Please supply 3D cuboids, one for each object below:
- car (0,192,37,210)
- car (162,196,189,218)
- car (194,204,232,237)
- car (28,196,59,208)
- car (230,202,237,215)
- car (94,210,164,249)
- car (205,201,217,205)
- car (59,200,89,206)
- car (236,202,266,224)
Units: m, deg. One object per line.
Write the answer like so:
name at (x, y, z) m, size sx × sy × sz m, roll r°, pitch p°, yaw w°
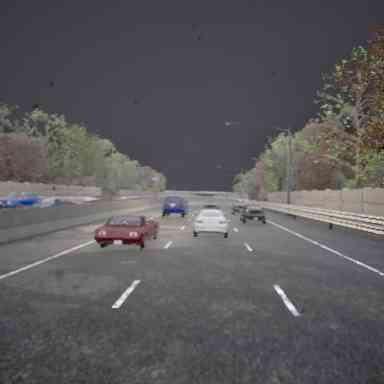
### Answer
car at (-19.134, 1.048, 36.882) m, size 2.150 × 2.045 × 5.566 m, roll 1°, pitch -1°, yaw 3°
car at (-1.619, 1.421, 33.282) m, size 2.150 × 2.045 × 5.566 m, roll 1°, pitch 0°, yaw 3°
car at (1.079, 1.687, 19.119) m, size 1.812 × 1.442 × 4.674 m, roll 1°, pitch 0°, yaw 3°
car at (-15.643, 1.429, 36.758) m, size 1.812 × 1.442 × 4.674 m, roll 1°, pitch 0°, yaw 3°
car at (5.706, 1.927, 40.024) m, size 1.837 × 1.490 × 4.892 m, roll 1°, pitch 0°, yaw 4°
car at (-2.671, 1.645, 14.826) m, size 1.895 × 1.301 × 4.718 m, roll 1°, pitch 0°, yaw 3°
car at (2.168, 1.829, 38.323) m, size 1.837 × 1.490 × 4.892 m, roll 1°, pitch 0°, yaw 3°
car at (-12.188, 1.540, 35.880) m, size 1.994 × 1.385 × 4.181 m, roll 1°, pitch 0°, yaw 3°
car at (5.054, 1.822, 28.071) m, size 1.837 × 1.490 × 4.892 m, roll 1°, pitch 0°, yaw 3°
